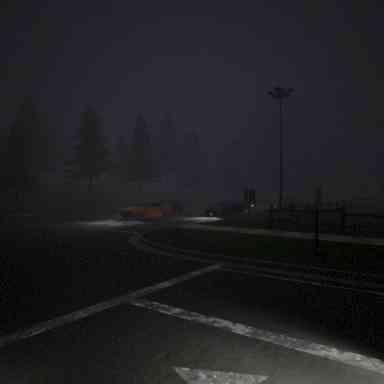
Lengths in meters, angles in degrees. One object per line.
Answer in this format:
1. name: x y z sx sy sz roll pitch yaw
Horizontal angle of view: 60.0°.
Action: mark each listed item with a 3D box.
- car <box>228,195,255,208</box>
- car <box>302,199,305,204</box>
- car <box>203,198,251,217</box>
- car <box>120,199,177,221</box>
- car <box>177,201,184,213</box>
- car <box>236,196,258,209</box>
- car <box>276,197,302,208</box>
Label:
1. car: 7.374 1.352 49.454 2.097 1.767 4.553 0 0 35
2. car: 18.371 1.621 58.856 1.895 1.301 4.718 0 0 35
3. car: 3.196 1.547 31.359 2.033 1.411 5.357 0 0 35
4. car: -3.727 1.478 27.595 1.882 1.535 5.008 0 0 35
5. car: -2.659 1.526 35.167 1.812 1.442 4.674 0 0 35
6. car: 6.828 1.564 42.605 1.994 1.385 4.181 0 0 35
7. car: 13.051 1.525 45.346 1.812 1.442 4.674 0 0 35
